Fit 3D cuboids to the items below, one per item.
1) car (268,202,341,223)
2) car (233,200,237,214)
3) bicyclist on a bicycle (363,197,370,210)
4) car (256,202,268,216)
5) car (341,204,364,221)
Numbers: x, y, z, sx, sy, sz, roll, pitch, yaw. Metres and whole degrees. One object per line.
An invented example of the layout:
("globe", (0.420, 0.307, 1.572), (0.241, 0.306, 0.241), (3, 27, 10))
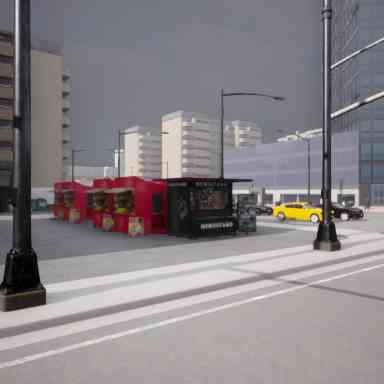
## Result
("car", (8.948, 1.589, 26.838), (1.882, 1.535, 5.008), (0, -1, -38))
("car", (3.127, 1.455, 34.907), (2.150, 2.045, 5.566), (0, -1, -36))
("bicyclist on a bicycle", (22.309, 1.466, 42.475), (1.656, 1.620, 0.582), (0, 0, -36))
("car", (6.771, 1.778, 35.835), (1.994, 1.385, 4.181), (0, -1, -36))
("car", (12.052, 1.587, 28.553), (1.882, 1.535, 5.008), (0, -1, -36))
